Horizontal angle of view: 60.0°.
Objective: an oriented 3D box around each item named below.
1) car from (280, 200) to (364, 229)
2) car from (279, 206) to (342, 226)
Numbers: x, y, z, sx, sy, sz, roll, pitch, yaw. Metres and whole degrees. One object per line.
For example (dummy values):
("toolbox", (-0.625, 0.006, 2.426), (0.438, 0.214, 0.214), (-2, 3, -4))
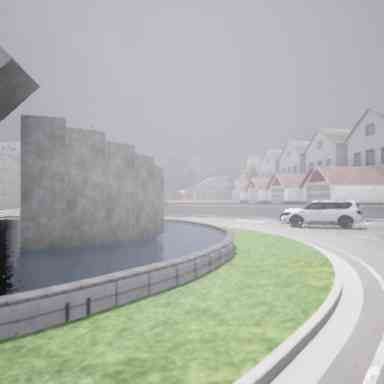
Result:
("car", (9.602, 1.613, 24.662), (5.566, 2.045, 2.150), (-1, 0, 19))
("car", (10.023, 1.957, 28.300), (4.892, 1.490, 1.837), (-1, 0, 21))
